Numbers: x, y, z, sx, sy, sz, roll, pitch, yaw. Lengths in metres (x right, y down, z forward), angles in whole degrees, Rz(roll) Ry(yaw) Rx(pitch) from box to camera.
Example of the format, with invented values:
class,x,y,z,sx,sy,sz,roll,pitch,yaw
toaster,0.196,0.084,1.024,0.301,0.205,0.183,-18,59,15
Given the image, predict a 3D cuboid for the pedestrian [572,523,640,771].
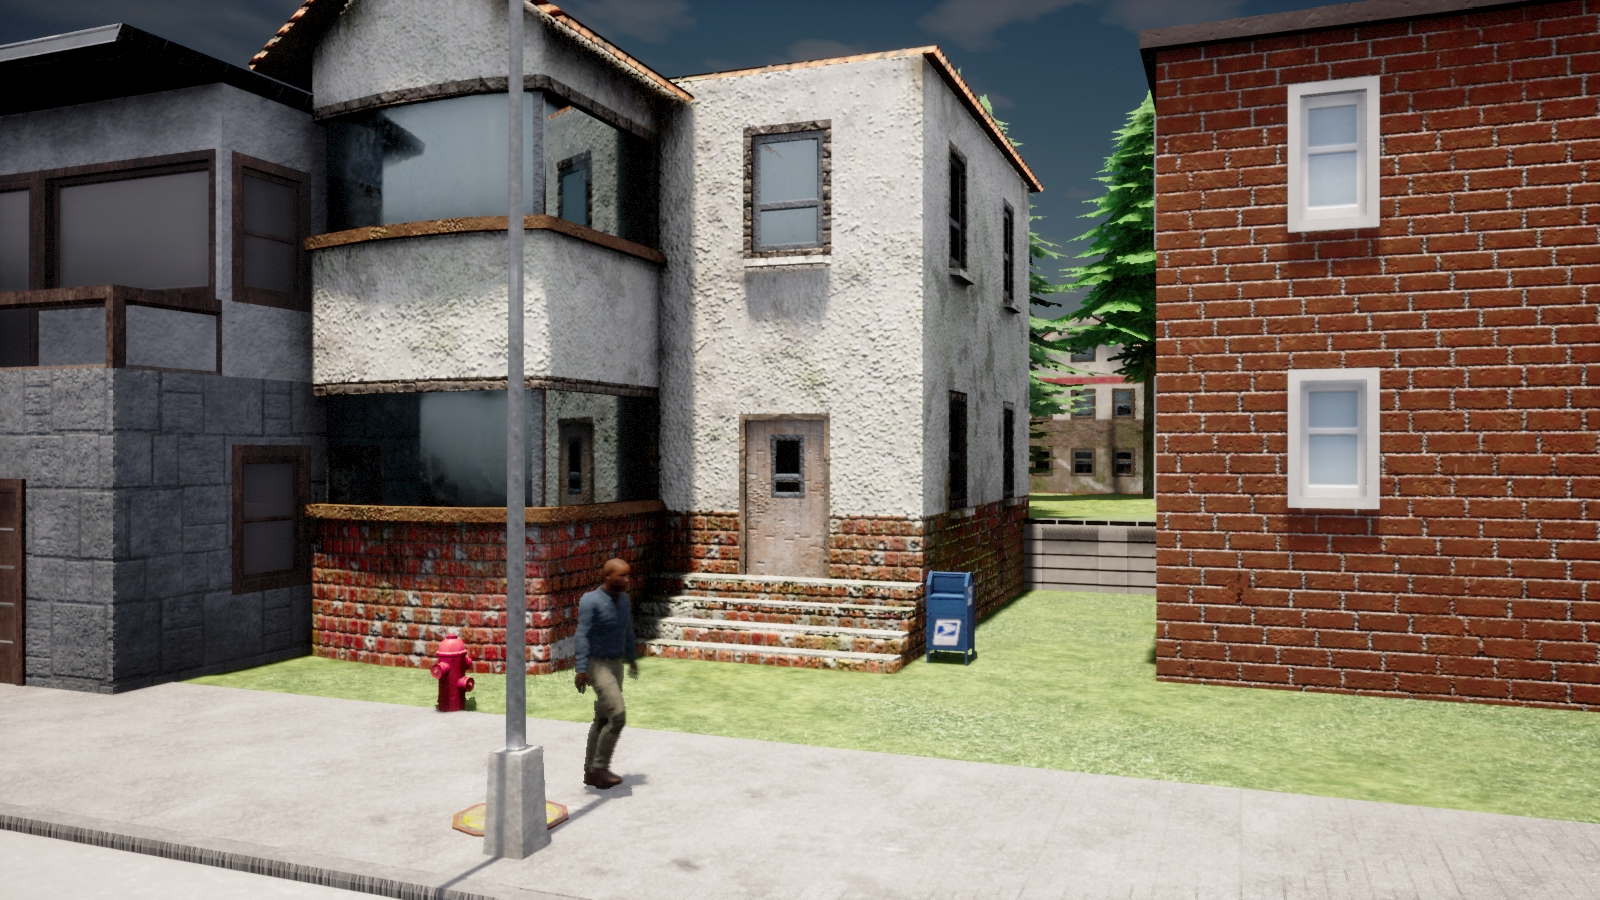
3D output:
class,x,y,z,sx,sy,sz,roll,pitch,yaw
pedestrian,-1.526,1.524,8.996,0.375,1.860,0.375,0,0,32
